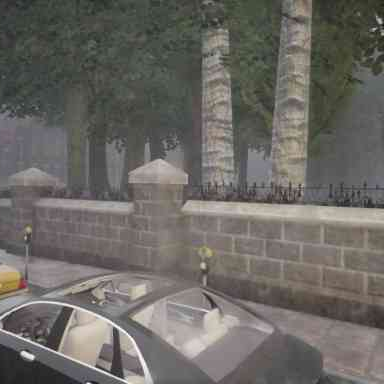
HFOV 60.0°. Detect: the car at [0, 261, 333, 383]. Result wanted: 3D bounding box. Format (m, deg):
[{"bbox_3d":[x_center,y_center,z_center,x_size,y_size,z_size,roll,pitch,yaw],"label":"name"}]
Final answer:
[{"bbox_3d":[-0.906,1.550,3.442,4.403,1.369,2.008,0,1,36],"label":"car"}]
